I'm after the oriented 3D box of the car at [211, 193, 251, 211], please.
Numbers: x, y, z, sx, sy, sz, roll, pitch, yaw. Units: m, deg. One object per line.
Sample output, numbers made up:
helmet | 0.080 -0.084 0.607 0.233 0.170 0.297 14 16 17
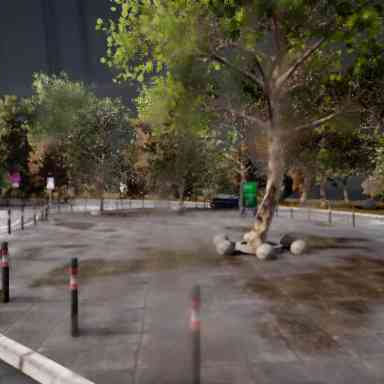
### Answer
car | 4.065 0.926 33.222 2.097 1.767 4.553 0 1 -44
